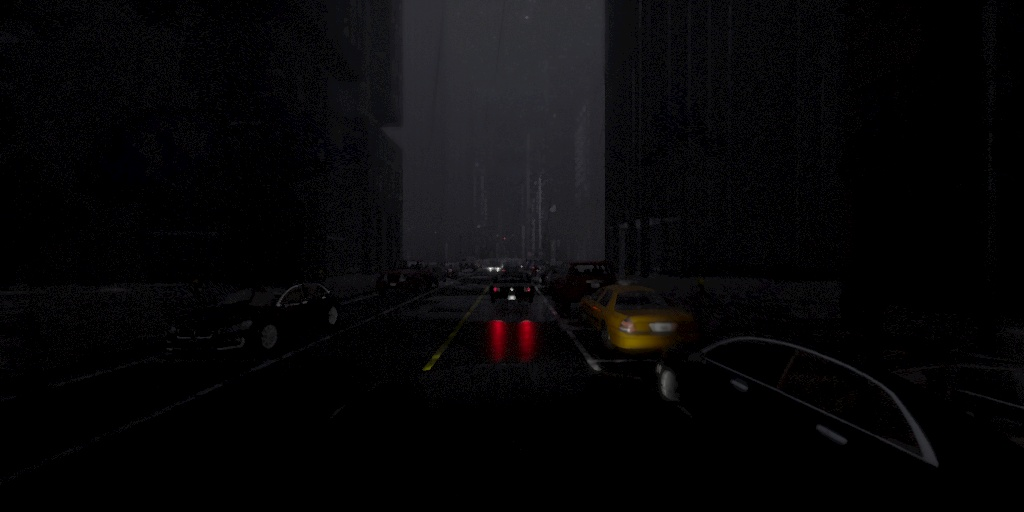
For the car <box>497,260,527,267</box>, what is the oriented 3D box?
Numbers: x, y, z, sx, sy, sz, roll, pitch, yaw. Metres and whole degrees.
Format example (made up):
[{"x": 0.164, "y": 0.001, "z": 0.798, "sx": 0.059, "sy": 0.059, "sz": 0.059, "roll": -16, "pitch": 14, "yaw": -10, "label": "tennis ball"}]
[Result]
[{"x": 0.000, "y": 1.320, "z": 31.502, "sx": 1.994, "sy": 1.385, "sz": 4.181, "roll": 0, "pitch": 0, "yaw": 0, "label": "car"}]

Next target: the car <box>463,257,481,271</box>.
[{"x": -5.763, "y": 1.061, "z": 47.883, "sx": 2.192, "sy": 1.841, "sz": 5.009, "roll": 0, "pitch": 0, "yaw": 0, "label": "car"}]

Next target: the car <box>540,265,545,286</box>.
[{"x": 2.763, "y": 1.328, "z": 19.876, "sx": 1.802, "sy": 1.307, "sz": 4.207, "roll": 0, "pitch": 0, "yaw": 0, "label": "car"}]

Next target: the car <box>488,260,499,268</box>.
[{"x": -3.000, "y": 1.349, "z": 62.501, "sx": 1.994, "sy": 1.385, "sz": 4.181, "roll": 0, "pitch": 0, "yaw": 0, "label": "car"}]

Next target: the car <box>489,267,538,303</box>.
[{"x": 0.000, "y": 1.364, "z": 16.531, "sx": 1.895, "sy": 1.301, "sz": 4.718, "roll": 0, "pitch": 0, "yaw": 0, "label": "car"}]

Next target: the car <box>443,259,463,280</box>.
[{"x": -5.763, "y": 1.186, "z": 31.076, "sx": 1.967, "sy": 1.591, "sz": 4.097, "roll": 0, "pitch": 0, "yaw": 0, "label": "car"}]

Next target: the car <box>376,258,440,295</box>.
[{"x": -5.763, "y": 1.061, "z": 19.873, "sx": 2.192, "sy": 1.841, "sz": 5.009, "roll": 0, "pitch": 0, "yaw": 0, "label": "car"}]

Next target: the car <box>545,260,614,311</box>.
[{"x": 2.763, "y": 1.061, "z": 14.274, "sx": 2.192, "sy": 1.841, "sz": 5.009, "roll": 0, "pitch": 0, "yaw": 0, "label": "car"}]

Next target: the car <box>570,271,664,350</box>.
[{"x": 2.763, "y": 1.272, "z": 8.842, "sx": 1.751, "sy": 1.417, "sz": 4.829, "roll": 0, "pitch": 0, "yaw": 0, "label": "car"}]

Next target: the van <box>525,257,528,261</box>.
[{"x": 2.763, "y": 1.087, "z": 42.283, "sx": 1.690, "sy": 1.789, "sz": 3.998, "roll": 0, "pitch": 0, "yaw": 0, "label": "van"}]

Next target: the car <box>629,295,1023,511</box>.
[{"x": 2.763, "y": 1.297, "z": 3.071, "sx": 2.007, "sy": 1.370, "sz": 4.403, "roll": 0, "pitch": 0, "yaw": 0, "label": "car"}]

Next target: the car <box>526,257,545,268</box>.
[{"x": 2.763, "y": 1.186, "z": 36.681, "sx": 1.967, "sy": 1.591, "sz": 4.097, "roll": 0, "pitch": 0, "yaw": 0, "label": "car"}]

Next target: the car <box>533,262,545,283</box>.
[{"x": 2.763, "y": 1.312, "z": 25.478, "sx": 1.948, "sy": 1.339, "sz": 4.313, "roll": 0, "pitch": 0, "yaw": 0, "label": "car"}]

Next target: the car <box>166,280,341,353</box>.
[{"x": -5.763, "y": 1.297, "z": 8.668, "sx": 2.007, "sy": 1.370, "sz": 4.403, "roll": 0, "pitch": 0, "yaw": 0, "label": "car"}]

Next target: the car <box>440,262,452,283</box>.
[{"x": -5.763, "y": 1.312, "z": 25.474, "sx": 1.948, "sy": 1.339, "sz": 4.313, "roll": 0, "pitch": 0, "yaw": 0, "label": "car"}]

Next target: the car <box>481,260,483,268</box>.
[{"x": -5.763, "y": 1.273, "z": 53.315, "sx": 1.751, "sy": 1.417, "sz": 4.829, "roll": 0, "pitch": 0, "yaw": 0, "label": "car"}]
